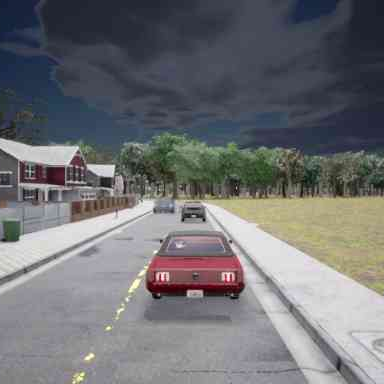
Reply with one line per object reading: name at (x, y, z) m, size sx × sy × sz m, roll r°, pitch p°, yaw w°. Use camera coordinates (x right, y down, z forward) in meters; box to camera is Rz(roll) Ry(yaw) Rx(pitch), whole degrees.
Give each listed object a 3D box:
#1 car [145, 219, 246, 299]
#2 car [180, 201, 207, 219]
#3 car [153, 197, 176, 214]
car at (0.099, 1.600, 8.386) m, size 1.895 × 1.301 × 4.718 m, roll 0°, pitch 0°, yaw 1°
car at (0.112, 1.500, 26.434) m, size 1.837 × 1.490 × 4.892 m, roll 0°, pitch 0°, yaw 0°
car at (-2.846, 1.345, 34.683) m, size 2.097 × 1.767 × 4.553 m, roll 0°, pitch 0°, yaw 0°
